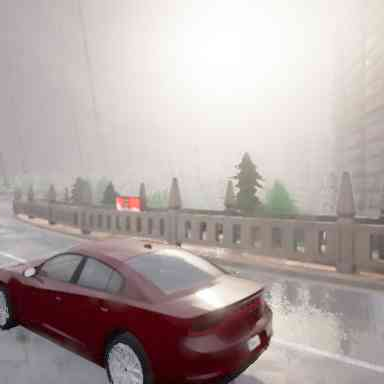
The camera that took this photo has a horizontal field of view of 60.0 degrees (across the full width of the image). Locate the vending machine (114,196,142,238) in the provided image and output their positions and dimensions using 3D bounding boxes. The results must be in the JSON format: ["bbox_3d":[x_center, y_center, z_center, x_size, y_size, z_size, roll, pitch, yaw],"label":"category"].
[{"bbox_3d":[-3.331,1.239,17.341,1.100,2.100,0.880,0,0,-45],"label":"vending machine"}]

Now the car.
[{"bbox_3d":[-1.270,1.491,5.172,5.008,1.535,1.882,0,0,38],"label":"car"}]
